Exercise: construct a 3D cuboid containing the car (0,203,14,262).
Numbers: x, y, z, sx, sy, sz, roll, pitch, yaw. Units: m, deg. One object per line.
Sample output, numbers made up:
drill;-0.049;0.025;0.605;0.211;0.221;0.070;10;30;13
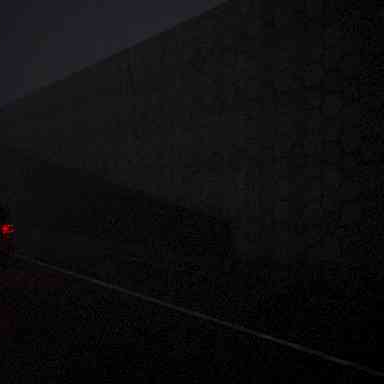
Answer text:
car;-8.039;1.273;11.363;5.566;2.045;2.150;0;-1;42
